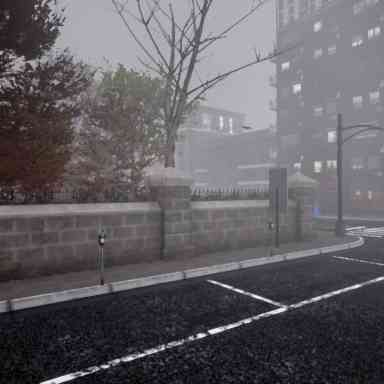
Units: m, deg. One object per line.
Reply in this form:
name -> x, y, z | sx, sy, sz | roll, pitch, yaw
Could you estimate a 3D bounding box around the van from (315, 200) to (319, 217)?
van -> 10.421, 1.646, 32.627 | 1.690, 1.788, 3.998 | -1, 0, -36
